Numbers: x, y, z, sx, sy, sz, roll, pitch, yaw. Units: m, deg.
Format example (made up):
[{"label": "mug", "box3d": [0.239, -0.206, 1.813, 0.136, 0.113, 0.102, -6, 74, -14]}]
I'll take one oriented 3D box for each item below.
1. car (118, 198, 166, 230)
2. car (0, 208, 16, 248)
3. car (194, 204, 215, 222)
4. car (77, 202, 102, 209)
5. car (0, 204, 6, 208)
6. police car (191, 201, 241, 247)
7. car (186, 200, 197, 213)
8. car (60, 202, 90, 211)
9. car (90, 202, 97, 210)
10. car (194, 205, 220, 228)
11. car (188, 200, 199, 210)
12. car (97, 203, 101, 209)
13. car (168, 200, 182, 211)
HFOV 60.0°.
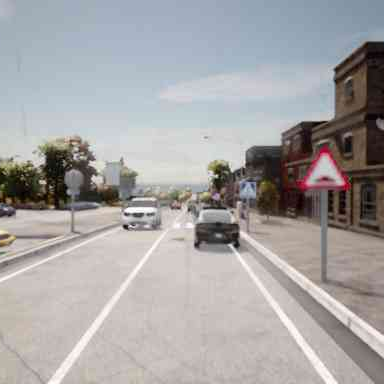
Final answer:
[{"label": "car", "box3d": [-3.286, 1.416, 22.883, 2.150, 2.045, 5.566, 0, -1, 0]}, {"label": "car", "box3d": [-9.348, 1.498, 11.997, 5.366, 1.575, 1.946, 0, -1, 0]}, {"label": "car", "box3d": [1.070, 1.914, 31.254, 1.837, 1.490, 4.892, 0, -2, 0]}, {"label": "car", "box3d": [-21.653, 2.914, 70.590, 4.674, 1.452, 2.002, 0, -1, 0]}, {"label": "car", "box3d": [-21.832, 1.946, 33.399, 4.674, 1.452, 2.002, 0, -2, 0]}, {"label": "police car", "box3d": [1.031, 1.468, 15.341, 1.930, 1.638, 5.238, 1, 0, 0]}, {"label": "car", "box3d": [0.199, 2.448, 51.830, 1.837, 1.490, 4.892, 0, -1, 0]}, {"label": "car", "box3d": [-21.709, 2.661, 60.896, 4.674, 1.452, 2.002, 0, -1, 0]}, {"label": "car", "box3d": [-21.687, 2.707, 64.171, 4.892, 1.521, 2.231, 0, -1, 0]}, {"label": "car", "box3d": [1.044, 1.759, 25.251, 1.837, 1.490, 4.892, 0, -1, 0]}, {"label": "car", "box3d": [0.276, 2.574, 66.856, 2.150, 2.045, 5.566, 0, -2, 0]}, {"label": "car", "box3d": [-21.679, 2.791, 67.444, 5.008, 1.535, 2.097, 0, -1, 0]}, {"label": "car", "box3d": [-3.018, 2.718, 63.431, 1.882, 1.535, 5.008, 0, -1, 1]}]
